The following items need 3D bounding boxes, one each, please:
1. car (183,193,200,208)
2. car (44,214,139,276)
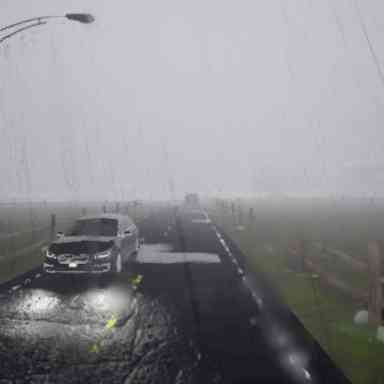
[{"bbox_3d":[-0.014,1.148,46.432,2.150,2.045,5.566,0,0,0],"label":"car"},{"bbox_3d":[-2.833,1.488,10.371,1.837,1.490,4.892,0,0,0],"label":"car"}]
